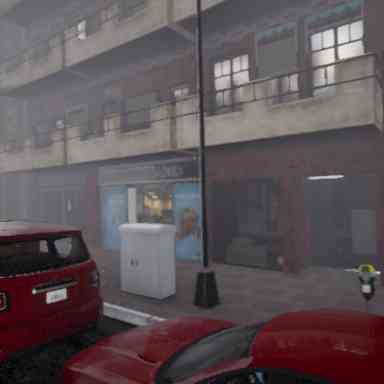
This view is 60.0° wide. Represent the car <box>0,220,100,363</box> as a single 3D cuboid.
[{"bbox_3d":[-3.605,1.382,5.469,5.009,1.841,2.192,-1,-2,36],"label":"car"}]

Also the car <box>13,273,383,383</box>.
[{"bbox_3d":[0.905,1.550,2.246,4.507,1.381,1.887,-1,-2,36],"label":"car"}]
